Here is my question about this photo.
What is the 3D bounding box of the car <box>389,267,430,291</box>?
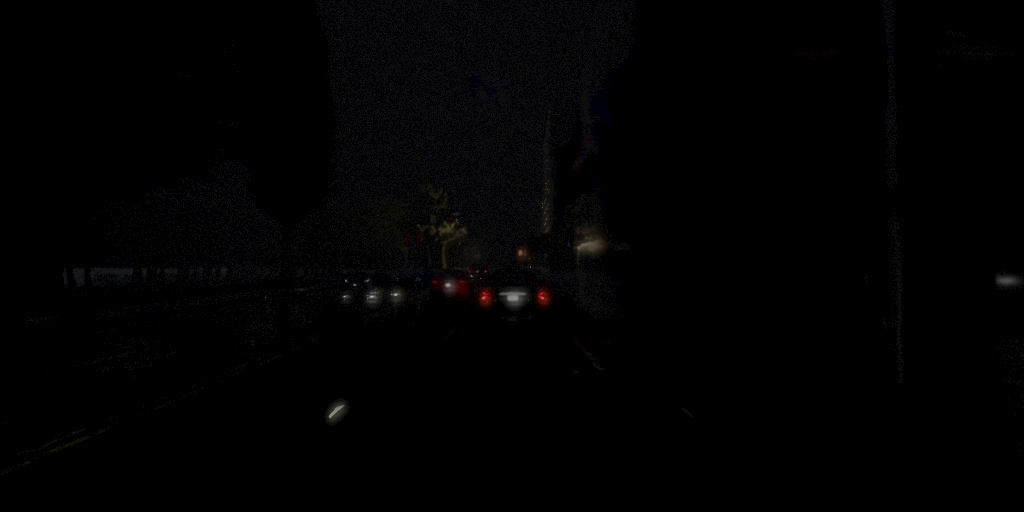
[{"bbox_3d":[-6.618,1.528,25.082,1.882,1.535,5.008,0,-1,0],"label":"car"}]

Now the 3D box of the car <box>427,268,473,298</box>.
[{"bbox_3d":[-3.165,1.550,20.282,1.994,1.385,4.181,0,-1,0],"label":"car"}]

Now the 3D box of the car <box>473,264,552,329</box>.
[{"bbox_3d":[0.084,1.229,11.893,2.097,1.767,4.553,0,-1,0],"label":"car"}]

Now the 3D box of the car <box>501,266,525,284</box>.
[{"bbox_3d":[0.075,1.701,32.665,2.033,1.411,5.357,0,-1,0],"label":"car"}]

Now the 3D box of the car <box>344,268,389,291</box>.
[{"bbox_3d":[-9.867,1.575,24.972,1.812,1.442,4.674,0,-1,0],"label":"car"}]

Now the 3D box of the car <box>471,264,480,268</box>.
[{"bbox_3d":[-3.178,1.554,36.222,2.097,1.767,4.553,0,-1,0],"label":"car"}]
